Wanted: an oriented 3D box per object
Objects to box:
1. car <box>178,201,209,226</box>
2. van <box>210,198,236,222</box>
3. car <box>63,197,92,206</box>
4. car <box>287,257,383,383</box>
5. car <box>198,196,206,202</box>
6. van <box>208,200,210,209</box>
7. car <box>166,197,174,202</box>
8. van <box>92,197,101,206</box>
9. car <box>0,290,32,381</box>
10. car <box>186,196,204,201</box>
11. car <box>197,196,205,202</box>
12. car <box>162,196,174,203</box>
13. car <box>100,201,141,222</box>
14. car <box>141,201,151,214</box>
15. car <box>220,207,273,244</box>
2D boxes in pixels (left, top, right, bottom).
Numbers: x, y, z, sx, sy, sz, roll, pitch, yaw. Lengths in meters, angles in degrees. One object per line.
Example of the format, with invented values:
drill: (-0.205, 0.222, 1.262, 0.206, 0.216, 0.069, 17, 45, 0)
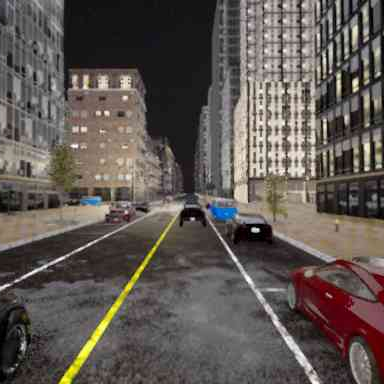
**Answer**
car: (0.046, 1.612, 24.334, 1.837, 1.490, 4.892, 0, -2, 0)
van: (2.643, 1.467, 27.196, 1.690, 1.788, 3.998, 1, 0, 0)
car: (-19.968, 1.859, 56.809, 4.403, 1.369, 2.008, 0, -1, 1)
car: (2.688, 1.607, 4.888, 1.802, 1.307, 4.206, 1, 0, 0)
car: (2.509, 1.896, 87.672, 2.008, 1.369, 4.403, 1, 0, 0)
van: (2.631, 1.490, 32.773, 1.690, 1.788, 3.998, 1, 0, 0)
car: (-5.871, 1.925, 87.654, 1.802, 1.307, 4.206, 1, 0, 0)
van: (-19.878, 1.798, 65.191, 3.998, 1.788, 1.690, 0, -1, 1)
car: (-3.107, 1.577, 2.702, 1.994, 1.385, 4.181, 0, 0, 0)
car: (0.013, 1.528, 40.024, 2.097, 1.767, 4.553, 0, 0, 0)
car: (2.497, 1.906, 93.323, 1.887, 1.381, 4.507, 1, 0, 0)
car: (-5.847, 1.892, 76.351, 1.802, 1.307, 4.206, 1, 0, 0)
car: (-5.738, 1.564, 27.188, 1.967, 1.590, 4.097, 1, 0, 0)
car: (-5.765, 1.735, 38.336, 1.947, 1.339, 4.313, 1, 0, 0)
car: (2.664, 1.643, 16.040, 1.947, 1.339, 4.313, 1, 0, 0)
